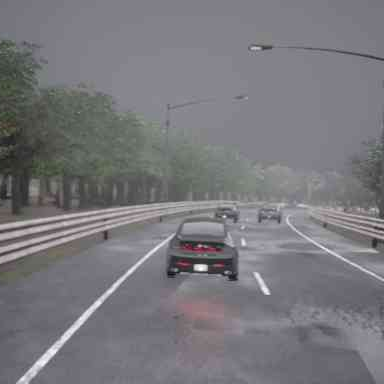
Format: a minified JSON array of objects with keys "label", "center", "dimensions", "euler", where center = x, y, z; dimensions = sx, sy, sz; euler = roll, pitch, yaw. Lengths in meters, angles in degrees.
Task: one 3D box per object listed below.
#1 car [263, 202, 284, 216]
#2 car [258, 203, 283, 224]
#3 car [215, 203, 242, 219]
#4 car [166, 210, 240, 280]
[{"label":"car","center":[10.116,2.094,41.186],"dimensions":[1.837,1.490,4.892],"euler":[2,0,21]},{"label":"car","center":[6.723,1.832,28.797],"dimensions":[2.128,1.511,4.902],"euler":[2,0,13]},{"label":"car","center":[3.079,1.697,28.383],"dimensions":[1.837,1.490,4.892],"euler":[2,0,13]},{"label":"car","center":[0.375,1.522,10.138],"dimensions":[1.837,1.490,4.892],"euler":[2,0,4]}]
